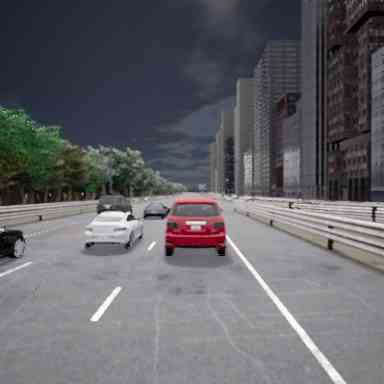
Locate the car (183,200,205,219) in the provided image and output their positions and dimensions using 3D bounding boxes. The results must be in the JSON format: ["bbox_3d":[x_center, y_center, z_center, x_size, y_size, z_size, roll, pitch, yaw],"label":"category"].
[{"bbox_3d":[0.172,1.614,31.925,1.882,1.535,5.008,0,0,0],"label":"car"}]

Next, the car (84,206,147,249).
[{"bbox_3d":[-3.352,1.585,14.808,1.812,1.442,4.674,0,0,0],"label":"car"}]

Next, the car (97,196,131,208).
[{"bbox_3d":[-6.831,1.347,29.613,2.150,2.045,5.566,0,0,0],"label":"car"}]

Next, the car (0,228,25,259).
[{"bbox_3d":[-6.867,1.516,9.794,1.882,1.535,5.008,0,0,0],"label":"car"}]

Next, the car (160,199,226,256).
[{"bbox_3d":[0.130,1.276,13.566,2.150,2.045,5.566,0,0,0],"label":"car"}]

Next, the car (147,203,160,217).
[{"bbox_3d":[-3.326,1.696,31.085,1.994,1.385,4.181,0,0,0],"label":"car"}]

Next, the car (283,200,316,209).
[{"bbox_3d":[12.782,1.738,39.992,2.128,1.511,4.902,0,0,-16],"label":"car"}]
